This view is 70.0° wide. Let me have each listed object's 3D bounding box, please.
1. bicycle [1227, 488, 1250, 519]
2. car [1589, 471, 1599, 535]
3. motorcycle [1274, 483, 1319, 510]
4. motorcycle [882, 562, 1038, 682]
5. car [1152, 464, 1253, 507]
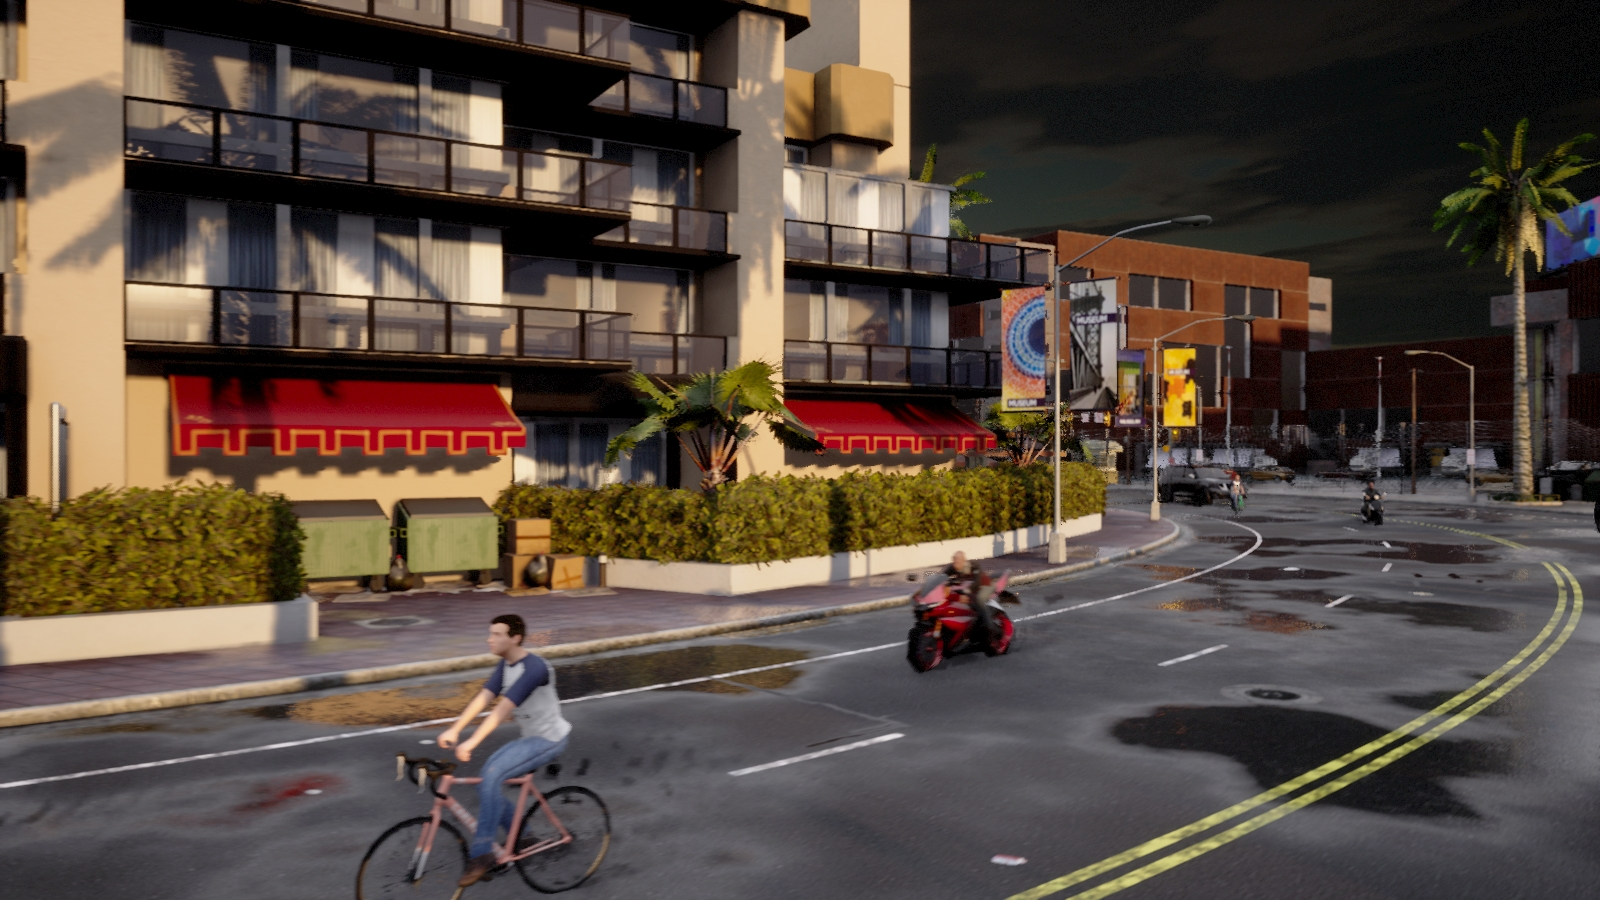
[{"bbox_3d":[18.372,2.222,47.890,0.373,1.196,1.643,0,0,1],"label":"bicycle"},{"bbox_3d":[26.801,1.761,35.272,2.390,2.098,6.274,0,0,19],"label":"car"},{"bbox_3d":[23.647,2.199,54.451,0.856,1.236,1.805,0,0,-31],"label":"motorcycle"},{"bbox_3d":[2.141,2.211,15.045,0.867,1.251,2.209,0,0,45],"label":"motorcycle"},{"bbox_3d":[20.699,1.799,59.120,2.150,2.045,5.566,0,0,-15],"label":"car"}]
